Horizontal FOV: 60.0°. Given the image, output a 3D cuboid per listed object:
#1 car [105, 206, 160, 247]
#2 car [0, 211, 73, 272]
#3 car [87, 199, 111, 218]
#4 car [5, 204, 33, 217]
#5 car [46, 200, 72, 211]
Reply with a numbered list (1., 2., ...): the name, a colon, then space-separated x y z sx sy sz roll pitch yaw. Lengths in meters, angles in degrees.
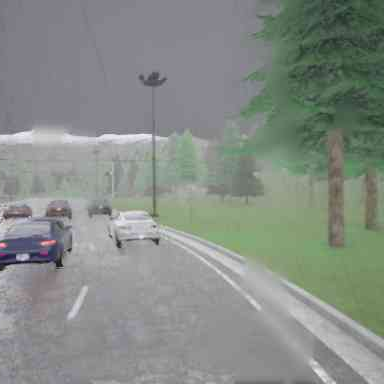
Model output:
1. car: -2.749 1.554 15.330 1.812 1.442 4.674 -1 0 -19
2. car: -5.119 1.589 11.120 1.812 1.442 4.674 -1 0 -15
3. car: -9.047 1.455 32.269 2.097 1.767 4.553 -1 0 -20
4. car: -16.026 1.763 30.939 1.994 1.385 4.181 -1 0 -20
5. car: -11.908 1.496 29.899 2.097 1.767 4.553 -1 0 -20
